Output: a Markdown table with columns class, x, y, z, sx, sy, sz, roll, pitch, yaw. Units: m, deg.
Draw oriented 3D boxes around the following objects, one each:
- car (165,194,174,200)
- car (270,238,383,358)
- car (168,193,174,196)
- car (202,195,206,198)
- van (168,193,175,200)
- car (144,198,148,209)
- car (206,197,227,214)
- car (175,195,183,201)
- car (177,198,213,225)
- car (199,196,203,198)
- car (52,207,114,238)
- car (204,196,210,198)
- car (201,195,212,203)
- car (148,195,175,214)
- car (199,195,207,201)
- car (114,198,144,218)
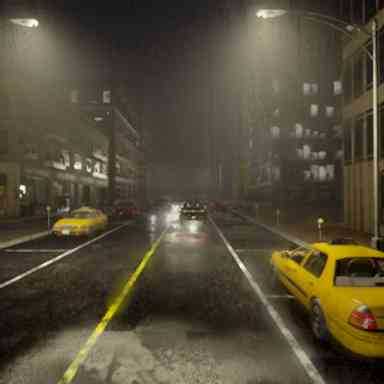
| class | x | y | z | sx | sy | sz | roll | pitch | yaw |
| --- | --- | --- | --- | --- | --- | --- | --- | --- | --- |
| car | -5.697 | 1.237 | 85.904 | 1.967 | 1.590 | 4.097 | 1 | 0 | 0 |
| car | 2.670 | 1.508 | 6.187 | 1.752 | 1.417 | 4.829 | 1 | 0 | 0 |
| car | -5.696 | 1.342 | 74.340 | 1.752 | 1.417 | 4.829 | 1 | 0 | 0 |
| car | 2.659 | 1.403 | 46.073 | 1.752 | 1.417 | 4.829 | 1 | 0 | 0 |
| van | -5.697 | 1.129 | 91.603 | 1.690 | 1.788 | 3.998 | 1 | 0 | 0 |
| car | -5.686 | 1.419 | 40.156 | 1.752 | 1.417 | 4.829 | 1 | 0 | 0 |
| car | 2.661 | 1.490 | 34.506 | 1.802 | 1.307 | 4.206 | 1 | 0 | 0 |
| car | -3.021 | 1.272 | 75.418 | 2.033 | 1.411 | 5.357 | 0 | 0 | 0 |
| car | 0.092 | 1.427 | 23.715 | 2.128 | 1.511 | 4.902 | 0 | 0 | 0 |
| car | 0.087 | 1.489 | 42.178 | 1.895 | 1.301 | 4.718 | 0 | 0 | 0 |
| car | -5.680 | 1.477 | 17.365 | 1.752 | 1.417 | 4.829 | 1 | 0 | 0 |
| car | 2.661 | 1.438 | 40.203 | 1.887 | 1.381 | 4.507 | 1 | 0 | 0 |
| car | 2.654 | 1.384 | 62.996 | 1.887 | 1.381 | 4.507 | 1 | 0 | 0 |
| car | -3.106 | 1.412 | 34.692 | 1.837 | 1.490 | 4.892 | 0 | 0 | 0 |
| car | 2.649 | 1.351 | 80.089 | 1.887 | 1.381 | 4.507 | 1 | 0 | 0 |
| car | -5.683 | 1.467 | 28.930 | 1.887 | 1.381 | 4.507 | 1 | 0 | 0 |
